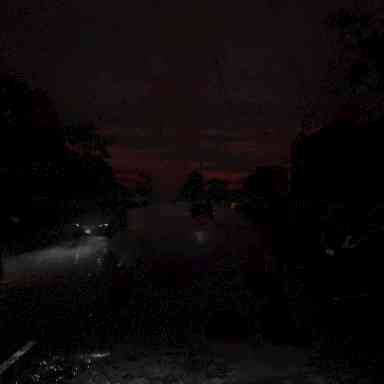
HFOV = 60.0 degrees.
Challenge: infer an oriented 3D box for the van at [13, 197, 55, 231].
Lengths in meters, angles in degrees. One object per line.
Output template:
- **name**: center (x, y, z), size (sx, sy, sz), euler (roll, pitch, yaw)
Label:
- **van**: center (-10.562, 1.260, 19.217), size (4.442, 1.987, 1.878), euler (-1, 0, -18)

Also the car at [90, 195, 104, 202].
- **car**: center (-10.176, 1.370, 28.328), size (4.553, 1.767, 2.185), euler (-1, 0, -18)

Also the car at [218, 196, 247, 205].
- **car**: center (7.689, 1.578, 62.801), size (4.892, 1.521, 2.231), euler (1, 0, -18)

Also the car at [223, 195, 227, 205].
- **car**: center (7.374, 1.558, 45.120), size (5.366, 1.575, 1.946), euler (1, 0, -18)

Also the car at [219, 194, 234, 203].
- **car**: center (7.444, 1.569, 53.933), size (4.892, 1.521, 2.231), euler (1, 0, -18)

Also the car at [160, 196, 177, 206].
- **car**: center (-3.619, 1.653, 54.280), size (1.895, 1.301, 4.718), euler (0, 0, 2)

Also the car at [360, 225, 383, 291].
- **car**: center (6.141, 1.541, 6.580), size (4.792, 1.488, 2.163), euler (1, 0, -19)

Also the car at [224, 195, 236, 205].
- **car**: center (7.121, 1.555, 42.093), size (5.008, 1.535, 2.097), euler (1, 0, -19)

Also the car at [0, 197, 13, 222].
- **car**: center (-10.596, 1.225, 13.235), size (5.566, 2.045, 2.435), euler (-1, 0, -19)

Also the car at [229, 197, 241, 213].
- **car**: center (6.936, 1.578, 36.165), size (4.792, 1.488, 2.163), euler (1, 0, -18)

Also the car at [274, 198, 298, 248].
- **car**: center (6.299, 1.269, 12.504), size (5.566, 2.045, 2.435), euler (1, 0, -18)

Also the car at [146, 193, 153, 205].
- **car**: center (-9.526, 1.270, 52.503), size (5.566, 2.045, 2.435), euler (-1, 0, -18)

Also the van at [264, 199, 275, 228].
- **van**: center (6.593, 1.304, 18.475), size (4.442, 1.987, 1.878), euler (1, 0, -18)

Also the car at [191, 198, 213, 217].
- **car**: center (0.945, 1.519, 31.986), size (1.882, 1.535, 5.008), euler (0, 0, 2)

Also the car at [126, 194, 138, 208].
- **car**: center (-9.847, 1.257, 40.412), size (5.566, 2.045, 2.435), euler (-1, 0, -18)

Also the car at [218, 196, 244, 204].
- **car**: center (7.763, 1.620, 65.758), size (4.674, 1.452, 2.002), euler (1, 0, -18)

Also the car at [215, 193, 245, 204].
- **car**: center (7.871, 1.332, 68.732), size (5.566, 2.045, 2.435), euler (1, 0, -18)

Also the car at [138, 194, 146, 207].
- **car**: center (-9.746, 1.264, 46.439), size (5.566, 2.045, 2.435), euler (-1, 0, -19)

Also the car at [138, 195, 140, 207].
- **car**: center (-9.781, 1.513, 43.418), size (4.892, 1.521, 2.231), euler (-1, 0, -18)

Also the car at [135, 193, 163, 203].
- **car**: center (-9.083, 1.289, 70.600), size (5.566, 2.045, 2.435), euler (-1, 0, -18)

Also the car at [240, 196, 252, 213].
- **car**: center (6.751, 1.414, 27.316), size (4.553, 1.767, 2.185), euler (1, 0, -18)

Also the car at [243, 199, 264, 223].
- **car**: center (6.639, 1.537, 24.343), size (4.892, 1.521, 2.231), euler (1, 0, -19)

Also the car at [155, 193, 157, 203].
- **car**: center (-9.336, 1.406, 61.547), size (4.553, 1.767, 2.185), euler (-1, 0, -18)

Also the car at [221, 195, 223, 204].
- **car**: center (7.279, 1.561, 48.020), size (5.008, 1.535, 2.097), euler (1, 0, -18)

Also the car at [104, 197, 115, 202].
- **car**: center (-10.092, 1.528, 31.350), size (4.792, 1.488, 2.163), euler (-1, 0, -18)

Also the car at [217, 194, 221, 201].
- **car**: center (7.351, 1.565, 56.820), size (5.366, 1.575, 1.946), euler (1, 0, -18)

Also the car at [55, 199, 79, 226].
- **car**: center (-10.376, 1.490, 22.281), size (4.892, 1.521, 2.231), euler (-1, 0, -18)

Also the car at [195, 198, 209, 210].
- **car**: center (1.330, 1.562, 46.179), size (1.837, 1.490, 4.892), euler (0, 0, 2)

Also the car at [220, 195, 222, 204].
- **car**: center (7.386, 1.594, 50.984), size (4.792, 1.488, 2.163), euler (1, 0, -18)

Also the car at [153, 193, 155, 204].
- **car**: center (-9.412, 1.402, 58.520), size (4.553, 1.767, 2.185), euler (-1, 0, -18)

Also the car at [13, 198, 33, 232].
- **car**: center (-10.567, 1.355, 16.233), size (4.553, 1.767, 2.185), euler (-1, 0, -19)

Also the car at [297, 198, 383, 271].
- **car**: center (6.218, 1.264, 9.546), size (5.566, 2.045, 2.435), euler (1, 0, -18)

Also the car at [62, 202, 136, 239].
- **car**: center (-4.631, 1.499, 17.442), size (2.128, 1.511, 4.902), euler (0, 0, 1)

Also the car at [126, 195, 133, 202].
- **car**: center (-9.783, 1.500, 37.446), size (5.366, 1.575, 1.946), euler (-1, 0, -18)

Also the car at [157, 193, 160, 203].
- **car**: center (-9.194, 1.408, 64.582), size (4.553, 1.767, 2.185), euler (-1, 0, -19)

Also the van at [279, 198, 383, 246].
- **van**: center (6.512, 1.300, 15.517), size (4.442, 1.987, 1.878), euler (1, 0, -18)

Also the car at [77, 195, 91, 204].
- **car**: center (-10.250, 1.366, 25.299), size (4.553, 1.767, 2.185), euler (-1, 0, -18)

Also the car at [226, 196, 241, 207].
- **car**: center (7.212, 1.552, 39.205), size (5.366, 1.575, 1.946), euler (1, 0, -18)

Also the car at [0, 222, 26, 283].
- **car**: center (-4.974, 1.486, 5.142), size (2.128, 1.511, 4.902), euler (0, 0, 2)

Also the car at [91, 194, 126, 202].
- **car**: center (-10.071, 1.251, 34.353), size (5.566, 2.045, 2.435), euler (-1, 0, -19)
